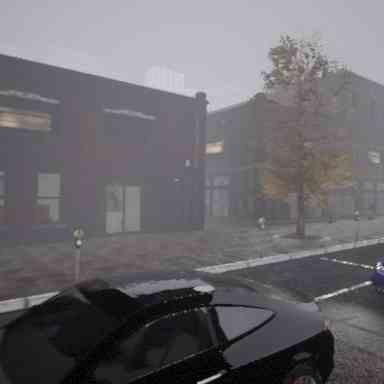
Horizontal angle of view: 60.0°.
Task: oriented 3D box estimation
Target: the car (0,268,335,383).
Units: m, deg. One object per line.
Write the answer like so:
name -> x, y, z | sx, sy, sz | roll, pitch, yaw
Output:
car -> -0.597, 1.526, 2.948 | 4.674, 1.442, 1.812 | 0, 0, -35

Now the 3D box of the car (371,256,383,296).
car -> 5.920, 1.527, 7.481 | 4.674, 1.442, 1.812 | 0, 0, -36
